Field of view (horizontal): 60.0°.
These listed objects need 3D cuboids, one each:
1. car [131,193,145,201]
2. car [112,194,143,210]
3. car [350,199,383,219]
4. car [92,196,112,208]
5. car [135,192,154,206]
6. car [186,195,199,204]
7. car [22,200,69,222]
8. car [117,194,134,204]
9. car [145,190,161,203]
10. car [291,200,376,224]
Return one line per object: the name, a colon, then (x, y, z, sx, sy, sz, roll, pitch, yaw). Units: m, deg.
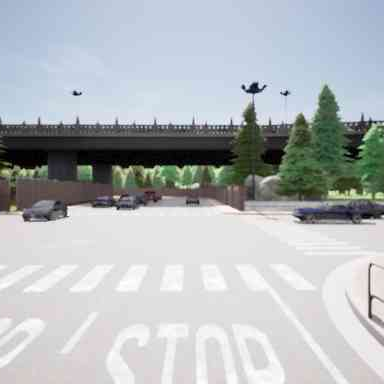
car: (-10.514, 0.958, 64.984, 1.812, 1.442, 4.674, 0, 0, 0)
car: (-7.056, 1.242, 36.861, 1.994, 1.385, 4.181, 0, 0, 0)
car: (12.220, 1.272, 25.165, 5.357, 1.411, 2.033, 0, 0, 2)
car: (-10.545, 1.214, 40.029, 1.994, 1.385, 4.181, 0, 0, 1)
car: (-6.998, 1.145, 46.089, 2.033, 1.411, 5.357, 0, 0, 0)
car: (0.103, 1.120, 50.812, 1.994, 1.385, 4.181, 0, 0, 0)
car: (-10.599, 1.299, 24.451, 1.812, 1.442, 4.674, 0, 1, 0)
car: (-10.517, 1.062, 53.052, 1.812, 1.442, 4.674, 0, 0, 1)
car: (-6.997, 0.731, 56.181, 2.150, 2.045, 5.566, 0, 0, 0)
car: (9.041, 1.354, 21.818, 4.718, 1.301, 1.895, 0, 0, 1)
